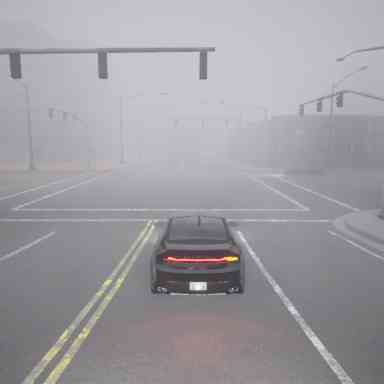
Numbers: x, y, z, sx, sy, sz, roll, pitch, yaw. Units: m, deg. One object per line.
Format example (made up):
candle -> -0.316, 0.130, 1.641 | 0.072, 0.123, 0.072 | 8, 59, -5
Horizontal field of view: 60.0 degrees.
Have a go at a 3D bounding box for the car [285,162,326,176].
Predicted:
car -> 12.152, -2.458, 35.639 | 4.181, 1.385, 1.994 | 0, 8, 0

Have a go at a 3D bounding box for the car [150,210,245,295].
car -> 0.112, 1.198, 8.097 | 1.837, 1.490, 4.892 | 0, 4, 0
